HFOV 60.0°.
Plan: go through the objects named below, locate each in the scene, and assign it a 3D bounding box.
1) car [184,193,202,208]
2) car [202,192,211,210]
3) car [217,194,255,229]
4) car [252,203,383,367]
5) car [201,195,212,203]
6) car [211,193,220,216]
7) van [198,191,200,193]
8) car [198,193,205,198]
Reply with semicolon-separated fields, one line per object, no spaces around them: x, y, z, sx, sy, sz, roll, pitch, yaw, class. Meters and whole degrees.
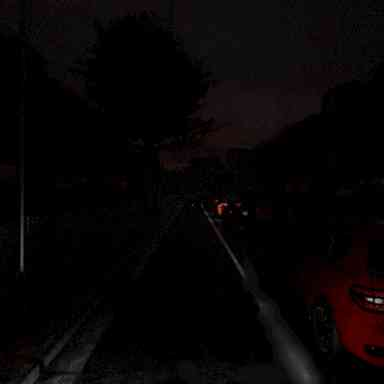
0.056;1.250;42.262;1.837;1.490;4.892;0;1;0;car
2.648;1.079;38.969;2.192;1.841;5.009;1;0;0;car
2.986;1.227;20.838;2.097;1.767;4.553;0;0;0;car
2.650;1.280;5.724;2.192;1.841;5.009;1;0;0;car
2.643;1.195;61.133;1.947;1.339;4.313;1;0;0;car
2.986;1.184;27.838;2.097;1.767;4.553;0;0;0;car
2.644;0.876;77.753;1.690;1.788;3.998;1;0;0;van
2.641;0.997;94.376;1.887;1.381;4.507;1;0;0;car
